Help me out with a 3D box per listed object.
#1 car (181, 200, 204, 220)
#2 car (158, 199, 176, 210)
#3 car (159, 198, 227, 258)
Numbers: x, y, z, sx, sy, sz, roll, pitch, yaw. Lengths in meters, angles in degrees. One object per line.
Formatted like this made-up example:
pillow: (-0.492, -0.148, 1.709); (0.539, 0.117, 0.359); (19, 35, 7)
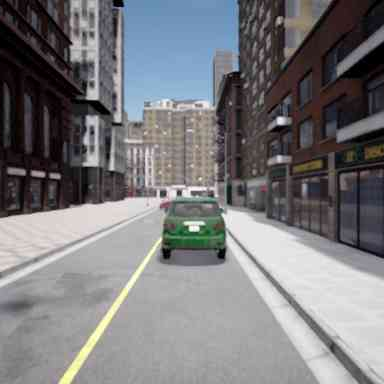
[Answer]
car: (0.052, 1.502, 29.076); (1.837, 1.490, 4.892); (0, 0, 0)
car: (-3.161, 1.579, 42.700); (1.895, 1.301, 4.718); (0, 0, 0)
car: (0.077, 1.219, 12.836); (2.150, 2.045, 5.566); (0, 0, 0)
